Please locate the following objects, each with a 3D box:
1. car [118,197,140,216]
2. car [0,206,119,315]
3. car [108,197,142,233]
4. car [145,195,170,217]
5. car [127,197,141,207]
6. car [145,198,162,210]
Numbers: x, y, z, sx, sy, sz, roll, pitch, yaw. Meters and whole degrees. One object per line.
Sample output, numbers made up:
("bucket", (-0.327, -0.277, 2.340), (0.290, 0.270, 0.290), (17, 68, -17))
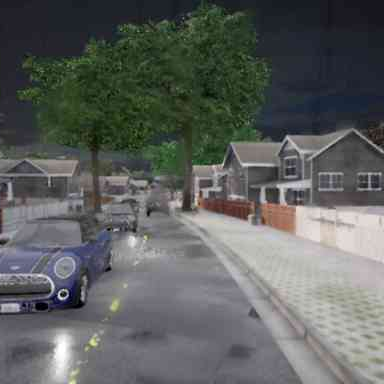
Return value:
("car", (-6.551, 1.462, 34.999), (2.097, 1.767, 4.553), (0, 0, -9))
("car", (-3.225, 1.384, 7.891), (2.097, 1.767, 4.553), (0, 0, -4))
("car", (-4.306, 1.419, 19.945), (2.097, 1.767, 4.553), (0, 0, -7))
("car", (-3.404, 1.312, 32.848), (2.150, 2.045, 5.566), (0, 0, -9))
("car", (-8.723, 1.467, 50.528), (1.837, 1.490, 4.892), (0, 0, -7))
("car", (-5.399, 1.625, 46.607), (2.128, 1.511, 4.902), (0, 0, -7))
